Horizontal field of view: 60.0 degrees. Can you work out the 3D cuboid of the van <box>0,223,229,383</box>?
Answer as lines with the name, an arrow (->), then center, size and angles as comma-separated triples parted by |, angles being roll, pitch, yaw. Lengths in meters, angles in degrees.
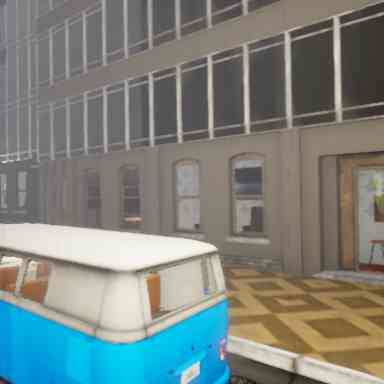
van -> -1.516, 1.342, 3.978 | 3.998, 1.788, 1.690 | 0, -1, 36
